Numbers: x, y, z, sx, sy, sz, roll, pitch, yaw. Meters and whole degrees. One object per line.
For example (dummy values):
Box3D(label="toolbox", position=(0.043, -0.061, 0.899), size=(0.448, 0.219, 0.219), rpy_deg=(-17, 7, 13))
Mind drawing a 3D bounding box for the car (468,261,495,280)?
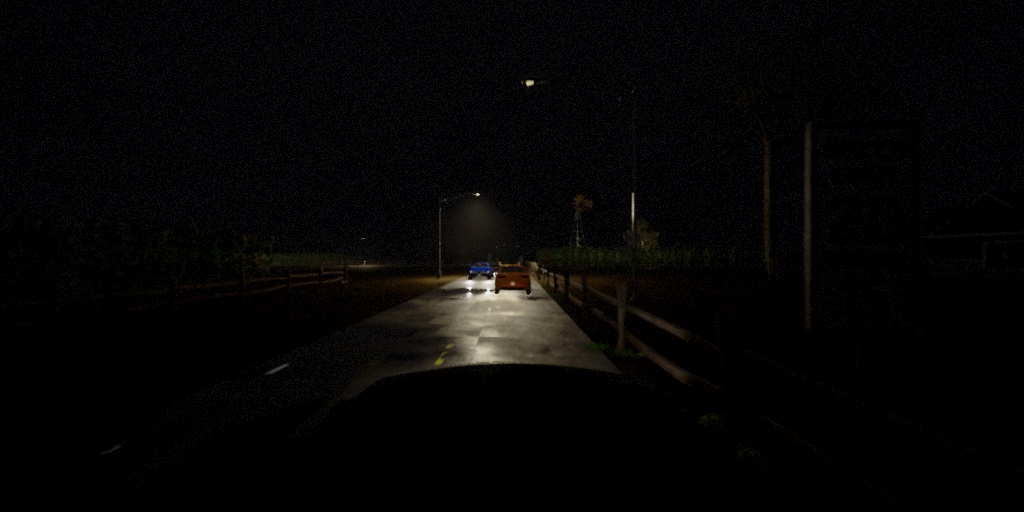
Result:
Box3D(label="car", position=(-2.672, 1.302, 31.683), size=(1.812, 1.442, 4.674), rpy_deg=(0, 0, 0))

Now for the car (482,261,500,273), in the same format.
Box3D(label="car", position=(-2.628, 1.381, 45.685), size=(2.033, 1.411, 5.357), rpy_deg=(0, 0, 0))

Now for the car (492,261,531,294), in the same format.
Box3D(label="car", position=(0.046, 1.242, 20.553), size=(1.882, 1.535, 5.008), rpy_deg=(0, 0, 0))
